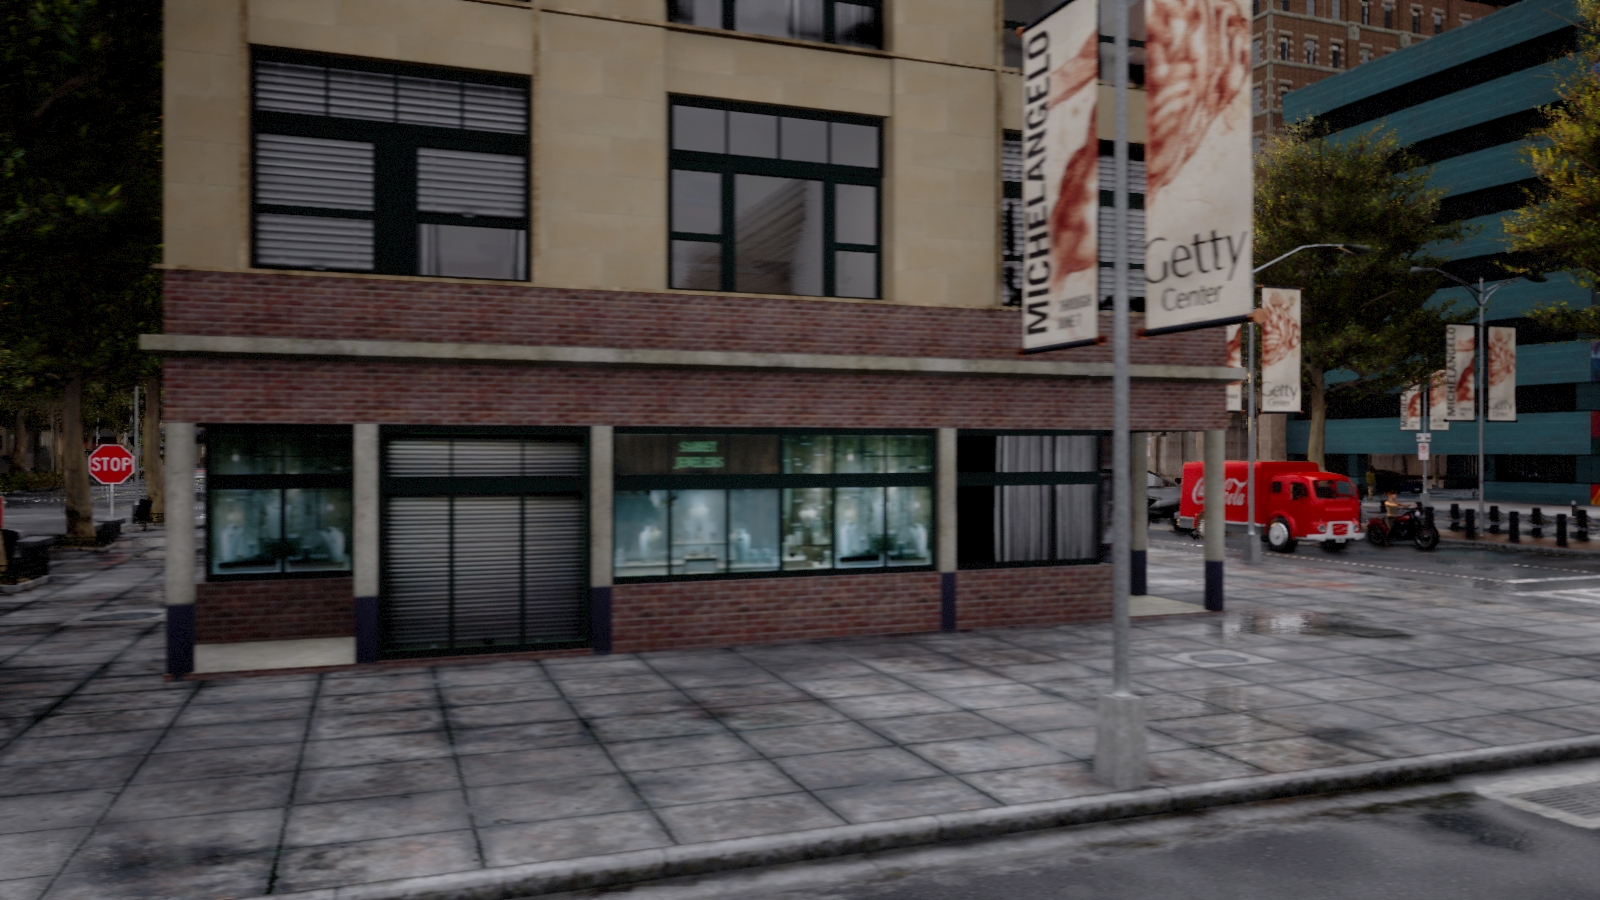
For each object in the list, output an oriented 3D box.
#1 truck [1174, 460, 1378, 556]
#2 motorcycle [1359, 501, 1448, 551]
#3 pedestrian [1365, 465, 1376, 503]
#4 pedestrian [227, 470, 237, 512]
[{"bbox_3d":[13.640,1.564,33.188,2.627,2.467,5.204,0,0,-20],"label":"truck"},{"bbox_3d":[17.415,2.170,33.053,0.764,1.277,2.356,0,0,-20],"label":"motorcycle"},{"bbox_3d":[28.525,1.696,57.123,0.375,1.860,0.375,0,0,-19],"label":"pedestrian"},{"bbox_3d":[-25.715,1.849,51.750,0.375,1.860,0.375,0,0,-24],"label":"pedestrian"}]
